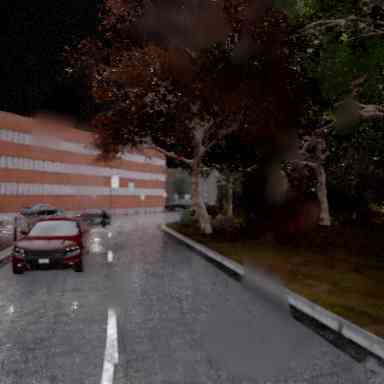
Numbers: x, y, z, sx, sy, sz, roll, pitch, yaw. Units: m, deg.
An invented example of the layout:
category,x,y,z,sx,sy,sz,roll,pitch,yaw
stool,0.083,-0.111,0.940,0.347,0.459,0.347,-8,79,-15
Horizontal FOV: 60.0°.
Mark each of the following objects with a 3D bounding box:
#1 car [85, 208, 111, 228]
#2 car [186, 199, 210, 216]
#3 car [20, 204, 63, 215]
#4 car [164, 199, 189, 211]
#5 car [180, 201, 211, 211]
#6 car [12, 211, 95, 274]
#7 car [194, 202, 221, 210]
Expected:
category,x,y,z,sx,sy,sz,roll,pitch,yaw
car,-7.306,1.910,24.923,1.994,1.385,4.181,1,-1,-5
car,1.476,2.124,41.989,2.097,1.767,4.553,0,-1,25
car,-16.485,2.036,36.888,2.128,1.511,4.902,0,-1,26
car,-1.702,2.142,53.741,5.566,2.045,2.435,0,-1,24
car,0.654,2.501,58.873,5.008,1.535,2.097,0,-1,24
car,-4.489,1.599,11.242,1.882,1.535,5.008,1,-1,-13
car,2.994,2.644,64.015,4.674,1.452,2.002,0,-1,24
